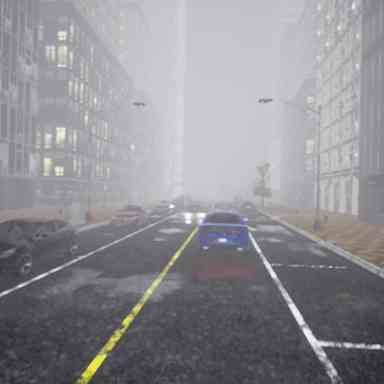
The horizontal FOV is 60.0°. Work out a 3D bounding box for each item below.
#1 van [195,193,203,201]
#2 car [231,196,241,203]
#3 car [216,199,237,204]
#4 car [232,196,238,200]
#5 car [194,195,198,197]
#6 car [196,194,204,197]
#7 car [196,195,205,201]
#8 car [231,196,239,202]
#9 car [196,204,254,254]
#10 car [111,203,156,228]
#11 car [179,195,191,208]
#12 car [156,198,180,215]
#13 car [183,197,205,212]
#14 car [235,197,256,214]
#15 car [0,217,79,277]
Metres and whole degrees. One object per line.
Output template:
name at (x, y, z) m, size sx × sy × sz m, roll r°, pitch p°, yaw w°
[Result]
van at (1.634, 1.237, 77.897) m, size 1.690 × 1.788 × 3.998 m, roll 2°, pitch 0°, yaw 5°
car at (9.423, 1.658, 71.417) m, size 1.802 × 1.307 × 4.206 m, roll 2°, pitch 0°, yaw 5°
car at (2.907, 1.617, 30.618) m, size 1.895 × 1.301 × 4.718 m, roll 1°, pitch 0°, yaw 5°
car at (8.340, 1.518, 60.084) m, size 1.967 × 1.590 × 4.097 m, roll 2°, pitch 0°, yaw 5°
car at (-0.546, 1.479, 55.233) m, size 1.802 × 1.307 × 4.206 m, roll 2°, pitch 0°, yaw 5°
car at (1.088, 1.337, 72.230) m, size 1.967 × 1.590 × 4.097 m, roll 2°, pitch 0°, yaw 5°
car at (2.172, 1.460, 83.564) m, size 1.947 × 1.339 × 4.313 m, roll 2°, pitch 0°, yaw 5°
car at (9.984, 1.601, 77.252) m, size 1.752 × 1.417 × 4.829 m, roll 2°, pitch 0°, yaw 5°
car at (1.288, 1.487, 13.714) m, size 1.882 × 1.535 × 5.008 m, roll 1°, pitch 0°, yaw 5°
car at (-3.806, 1.470, 21.234) m, size 1.802 × 1.307 × 4.206 m, roll 1°, pitch 0°, yaw 5°
car at (-1.632, 1.441, 43.900) m, size 1.887 × 1.381 × 4.507 m, roll 2°, pitch 0°, yaw 5°
car at (-2.719, 1.443, 32.568) m, size 2.008 × 1.369 × 4.403 m, roll 2°, pitch 0°, yaw 5°
car at (0.482, 1.552, 38.261) m, size 1.895 × 1.301 × 4.718 m, roll 1°, pitch 0°, yaw 6°
car at (6.163, 1.640, 37.421) m, size 1.947 × 1.339 × 4.313 m, roll 2°, pitch 0°, yaw 5°
car at (-4.893, 1.448, 9.903) m, size 1.947 × 1.339 × 4.313 m, roll 1°, pitch 0°, yaw 5°
